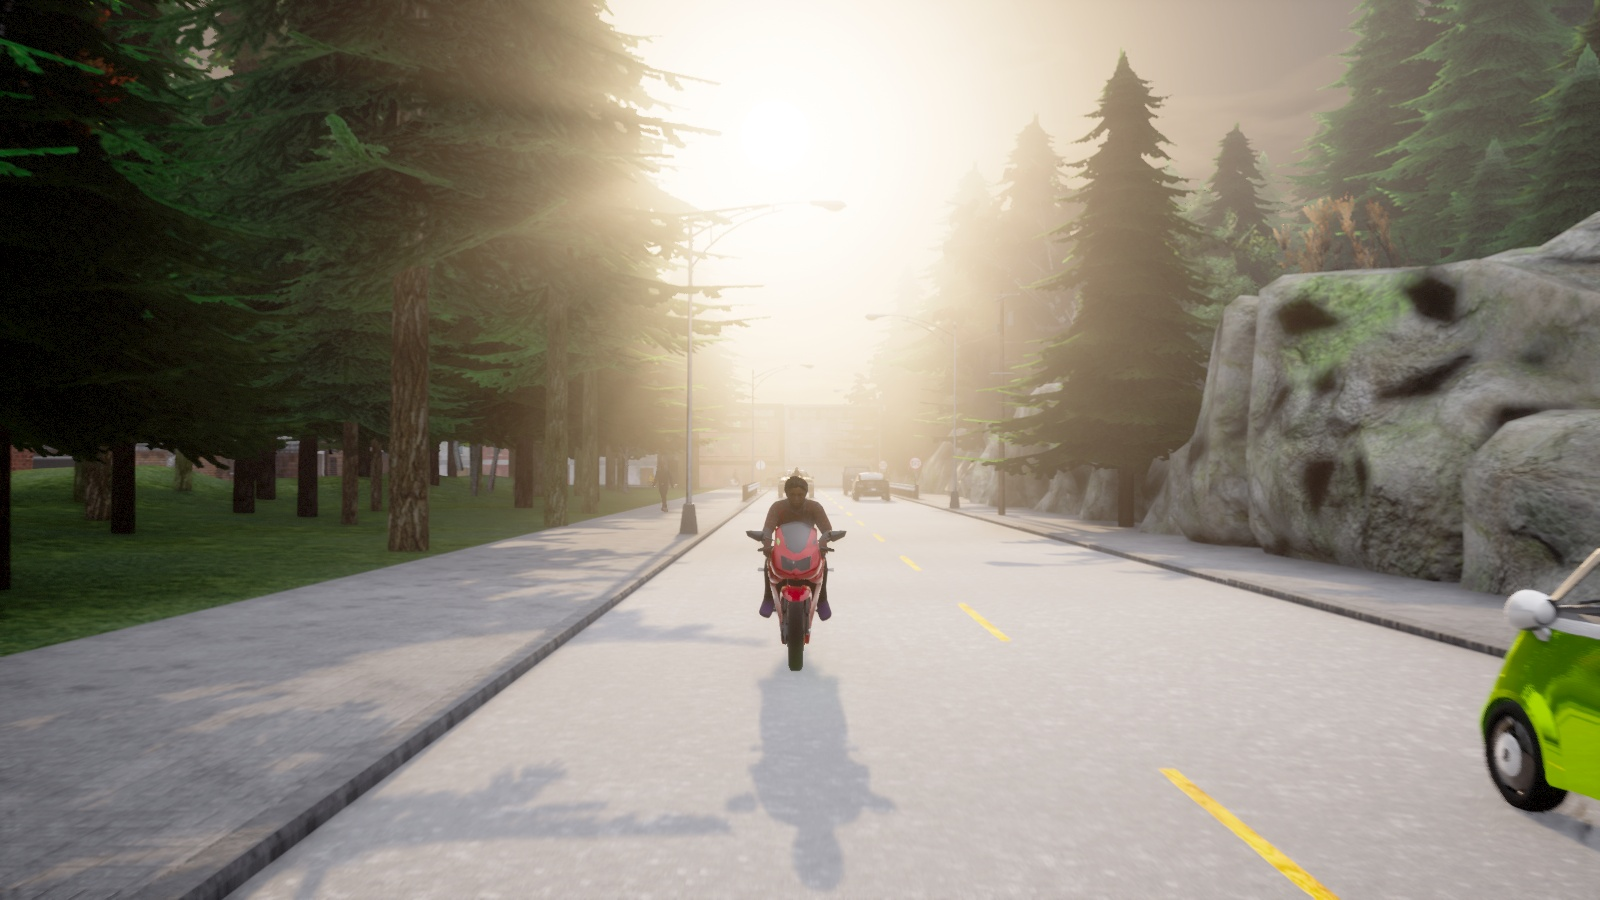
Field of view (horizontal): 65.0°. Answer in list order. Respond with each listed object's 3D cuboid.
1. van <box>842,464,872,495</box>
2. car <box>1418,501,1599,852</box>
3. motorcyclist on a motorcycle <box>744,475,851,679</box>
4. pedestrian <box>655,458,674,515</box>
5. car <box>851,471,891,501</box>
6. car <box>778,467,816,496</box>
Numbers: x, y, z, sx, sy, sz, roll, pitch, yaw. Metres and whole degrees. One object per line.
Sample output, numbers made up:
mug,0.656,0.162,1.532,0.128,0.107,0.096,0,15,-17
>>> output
van,3.728,1.942,83.080,1.775,1.987,4.442,0,-1,0
car,3.987,0.945,5.473,1.481,1.376,2.207,0,-1,0
motorcyclist on a motorcycle,-0.025,0.972,10.457,0.797,1.523,2.044,0,-1,0
pedestrian,-4.707,1.273,43.604,0.423,1.949,0.788,0,-1,15
car,3.826,1.920,68.265,1.882,1.535,5.008,0,-1,0
car,-0.212,1.833,73.979,2.152,1.651,5.027,0,-1,0
